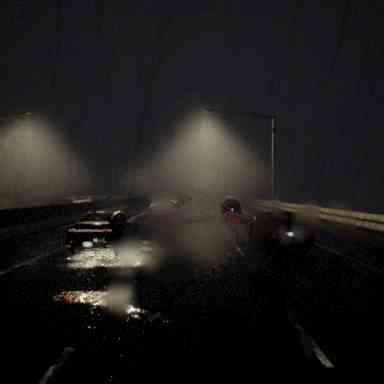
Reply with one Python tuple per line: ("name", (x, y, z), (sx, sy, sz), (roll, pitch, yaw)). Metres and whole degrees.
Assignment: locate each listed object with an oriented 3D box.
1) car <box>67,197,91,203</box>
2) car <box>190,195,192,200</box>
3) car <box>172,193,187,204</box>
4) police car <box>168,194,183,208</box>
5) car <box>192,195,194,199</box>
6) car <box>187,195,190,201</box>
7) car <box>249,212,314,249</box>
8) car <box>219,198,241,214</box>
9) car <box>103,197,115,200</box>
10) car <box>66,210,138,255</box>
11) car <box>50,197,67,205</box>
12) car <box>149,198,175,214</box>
("car", (-16.803, 1.445, 50.609), (1.812, 1.442, 4.674), (0, 0, 2))
("car", (-1.599, 1.456, 80.113), (1.812, 1.442, 4.674), (0, 0, 3))
("car", (-2.488, 1.146, 58.225), (2.150, 2.045, 5.566), (0, 0, 2))
("police car", (-2.830, 1.434, 47.233), (2.038, 1.542, 4.974), (0, 0, 2))
("car", (-1.050, 1.434, 91.068), (2.128, 1.511, 4.902), (0, 0, 3))
("car", (-2.071, 1.381, 69.346), (1.801, 1.575, 5.366), (0, 0, 2))
("car", (3.676, 1.531, 14.322), (1.994, 1.385, 4.181), (0, 0, 0))
("car", (3.980, 1.444, 34.838), (1.837, 1.490, 4.892), (0, 0, 1))
("car", (-13.210, 1.483, 53.301), (1.994, 1.385, 4.181), (0, 0, 2))
("car", (-3.334, 1.459, 13.118), (2.128, 1.511, 4.902), (0, 0, 0))
("car", (-20.275, 1.480, 51.371), (1.994, 1.385, 4.181), (0, 0, 2))
("car", (-3.048, 1.538, 33.579), (1.895, 1.301, 4.718), (0, 0, 1))
